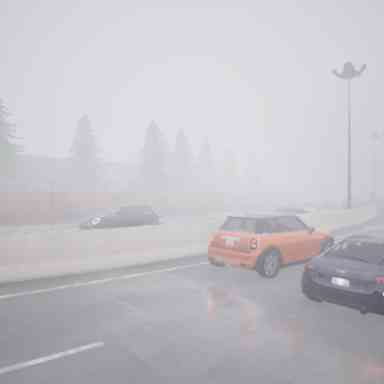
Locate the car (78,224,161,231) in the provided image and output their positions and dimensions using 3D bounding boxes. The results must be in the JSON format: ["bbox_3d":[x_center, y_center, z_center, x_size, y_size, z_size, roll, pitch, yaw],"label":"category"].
[{"bbox_3d":[-4.034,1.505,18.881,4.553,1.767,2.097,0,-1,-41],"label":"car"}]

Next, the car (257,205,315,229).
[{"bbox_3d":[7.143,1.759,24.880,2.033,1.411,5.357,0,-1,42],"label":"car"}]

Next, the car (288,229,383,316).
[{"bbox_3d":[4.264,1.630,7.398,4.181,1.385,1.994,0,-1,-40],"label":"car"}]

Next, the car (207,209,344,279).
[{"bbox_3d":[2.686,1.443,10.635,4.553,1.767,2.097,0,-1,-40],"label":"car"}]
